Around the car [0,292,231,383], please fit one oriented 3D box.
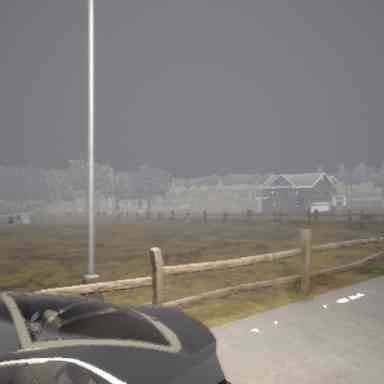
[{"bbox_3d":[-1.939,1.505,1.688,4.892,1.490,1.837,0,0,-35],"label":"car"}]
